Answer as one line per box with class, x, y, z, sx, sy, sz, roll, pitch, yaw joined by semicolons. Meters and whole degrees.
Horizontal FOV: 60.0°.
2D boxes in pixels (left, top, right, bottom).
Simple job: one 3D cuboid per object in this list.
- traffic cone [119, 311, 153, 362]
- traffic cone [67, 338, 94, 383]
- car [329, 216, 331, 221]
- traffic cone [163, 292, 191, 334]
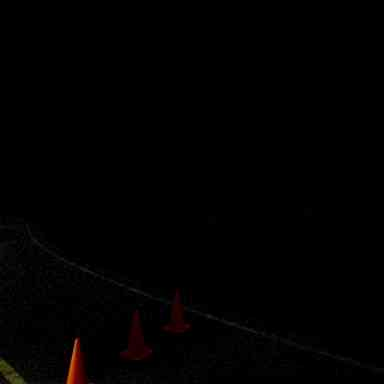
traffic cone;-0.765;1.938;4.590;0.340;0.580;0.340;1;1;31
traffic cone;-1.284;1.945;3.740;0.340;0.580;0.340;1;1;31
car;35.607;6.632;82.739;1.851;1.617;3.988;-4;-3;4
traffic cone;-0.245;1.931;5.441;0.340;0.580;0.340;1;1;31
